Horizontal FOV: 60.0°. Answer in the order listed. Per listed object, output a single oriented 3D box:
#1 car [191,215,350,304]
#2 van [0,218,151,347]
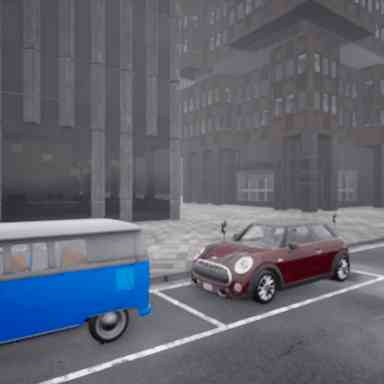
[{"bbox_3d":[1.950,1.417,8.007,4.097,1.590,1.967,0,0,-35],"label":"car"},{"bbox_3d":[-2.562,1.339,4.819,3.998,1.788,1.690,0,0,-35],"label":"van"}]
